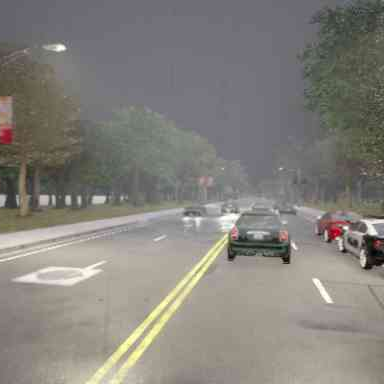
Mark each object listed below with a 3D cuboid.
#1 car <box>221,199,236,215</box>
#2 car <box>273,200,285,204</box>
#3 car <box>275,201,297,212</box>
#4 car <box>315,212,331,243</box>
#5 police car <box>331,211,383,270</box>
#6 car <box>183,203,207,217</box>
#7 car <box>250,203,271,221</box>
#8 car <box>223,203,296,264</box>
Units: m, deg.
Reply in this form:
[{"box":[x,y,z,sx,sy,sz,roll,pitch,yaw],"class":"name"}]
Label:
[{"box":[4.490,1.900,39.037,2.128,1.511,4.902,1,-1,12],"class":"car"},{"box":[13.978,2.046,52.586,2.097,1.767,4.553,1,-1,11],"class":"car"},{"box":[11.555,2.092,40.482,1.994,1.385,4.181,1,-1,12],"class":"car"},{"box":[7.777,1.734,17.486,1.882,1.535,5.008,1,-1,12],"class":"car"},{"box":[6.571,1.614,11.714,1.930,1.638,5.238,1,0,12],"class":"police car"},{"box":[0.452,1.862,35.526,2.033,1.411,5.357,1,-1,12],"class":"car"},{"box":[6.662,1.902,32.465,1.812,1.442,4.674,1,-1,12],"class":"car"},{"box":[2.586,1.493,12.824,2.097,1.767,4.553,1,-1,12],"class":"car"}]
